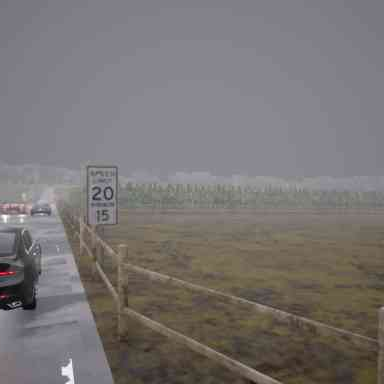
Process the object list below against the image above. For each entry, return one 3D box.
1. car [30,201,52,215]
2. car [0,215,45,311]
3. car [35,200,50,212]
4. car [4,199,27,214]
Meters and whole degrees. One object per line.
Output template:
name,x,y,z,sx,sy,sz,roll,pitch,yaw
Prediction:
car,-16.401,1.796,36.170,1.994,1.385,4.181,0,-1,-22
car,-4.407,1.517,7.396,1.837,1.490,4.892,0,0,-23
car,-20.273,1.896,45.264,1.812,1.442,4.674,0,-1,-23
car,-20.566,1.644,38.844,2.097,1.767,4.553,0,-1,-23
